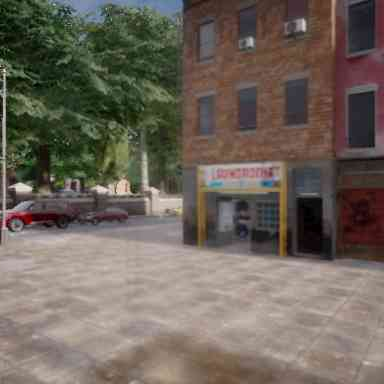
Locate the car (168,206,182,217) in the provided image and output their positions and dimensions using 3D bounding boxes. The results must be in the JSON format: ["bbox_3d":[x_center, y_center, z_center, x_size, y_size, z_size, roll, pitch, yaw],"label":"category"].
[{"bbox_3d":[-0.467,1.852,34.165,1.752,1.417,4.829,-1,-1,36],"label":"car"}]

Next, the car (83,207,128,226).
[{"bbox_3d":[-6.725,1.779,25.450,1.802,1.307,4.206,-1,-1,36],"label":"car"}]

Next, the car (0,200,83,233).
[{"bbox_3d":[-9.904,1.449,21.029,2.192,1.841,5.009,-1,-1,36],"label":"car"}]
